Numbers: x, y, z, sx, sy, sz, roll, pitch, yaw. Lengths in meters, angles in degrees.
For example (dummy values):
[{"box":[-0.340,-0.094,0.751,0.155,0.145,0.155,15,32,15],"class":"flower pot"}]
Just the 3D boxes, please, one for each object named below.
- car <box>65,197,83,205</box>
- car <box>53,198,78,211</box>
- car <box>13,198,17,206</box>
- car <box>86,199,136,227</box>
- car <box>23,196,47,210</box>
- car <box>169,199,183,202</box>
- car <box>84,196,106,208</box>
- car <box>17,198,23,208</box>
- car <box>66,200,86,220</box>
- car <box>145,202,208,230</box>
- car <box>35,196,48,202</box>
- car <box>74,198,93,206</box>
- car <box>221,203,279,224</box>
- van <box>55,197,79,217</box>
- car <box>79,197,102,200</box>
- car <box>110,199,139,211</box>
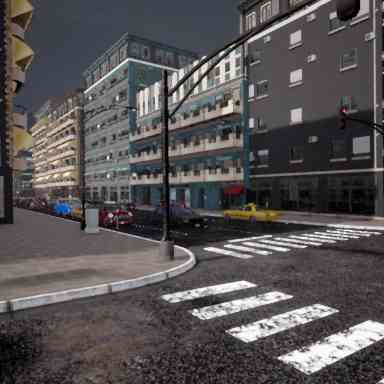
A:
[{"box":[-21.475,1.644,60.357,2.008,1.369,4.403,-1,1,-35],"class":"car"},{"box":[-16.725,1.638,43.796,1.837,1.490,4.892,-1,0,-35],"class":"car"},{"box":[-31.511,1.781,59.998,1.887,1.381,4.507,-1,1,-35],"class":"car"},{"box":[-5.809,1.552,23.949,1.967,1.590,4.097,-1,1,-35],"class":"car"},{"box":[-21.874,1.627,46.479,1.967,1.590,4.097,-1,1,-35],"class":"car"},{"box":[-2.199,1.441,33.319,1.967,1.590,4.097,-1,1,-35],"class":"car"},{"box":[-15.051,1.501,51.343,1.967,1.590,4.097,-1,1,-35],"class":"car"},{"box":[-25.085,1.769,50.986,1.947,1.339,4.313,-1,1,-35],"class":"car"},{"box":[-8.922,1.651,28.317,1.752,1.417,4.829,-1,1,-35],"class":"car"},{"box":[-1.207,1.610,21.956,2.033,1.411,5.357,-1,0,-35],"class":"car"},{"box":[-37.540,1.727,82.887,1.887,1.381,4.507,-1,1,-35],"class":"car"},{"box":[-18.262,1.643,55.850,1.947,1.339,4.313,-1,1,-35],"class":"car"},{"box":[4.130,1.498,24.446,1.752,1.417,4.829,-1,1,-35],"class":"car"},{"box":[-12.236,1.482,32.960,1.690,1.788,3.998,-1,1,-35],"class":"van"},{"box":[-9.589,1.605,33.722,1.837,1.490,4.892,-1,0,-35],"class":"car"},{"box":[-8.623,1.581,42.332,2.008,1.369,4.403,-1,1,-35],"class":"car"}]
